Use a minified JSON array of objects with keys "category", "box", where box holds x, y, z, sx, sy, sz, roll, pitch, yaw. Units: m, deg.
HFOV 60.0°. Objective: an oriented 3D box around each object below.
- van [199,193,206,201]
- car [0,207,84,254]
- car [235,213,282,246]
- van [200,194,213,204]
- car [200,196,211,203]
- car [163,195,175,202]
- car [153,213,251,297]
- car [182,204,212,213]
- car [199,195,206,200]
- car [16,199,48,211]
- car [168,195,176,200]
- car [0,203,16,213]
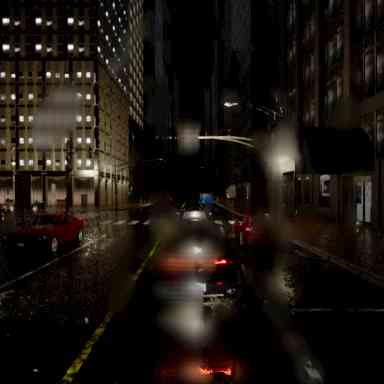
[{"category":"van","box":[2.808,1.298,86.947,1.690,1.788,3.998,0,0,0]},{"category":"car","box":[-5.806,1.541,13.506,1.887,1.381,4.507,0,0,0]},{"category":"car","box":[2.835,1.578,14.870,1.802,1.307,4.206,0,0,0]},{"category":"van","box":[2.767,1.319,58.464,1.690,1.788,3.998,0,0,0]},{"category":"car","box":[2.785,1.522,69.857,2.008,1.369,4.403,0,0,0]},{"category":"car","box":[-5.587,1.512,75.566,1.887,1.381,4.507,0,0,0]},{"category":"car","box":[0.111,1.502,8.518,1.837,1.490,4.892,0,0,0]},{"category":"car","box":[0.125,1.559,17.394,1.994,1.385,4.181,0,0,0]},{"category":"car","box":[2.818,1.534,92.644,1.802,1.307,4.206,0,0,0]},{"category":"car","box":[-18.469,1.492,37.246,4.403,1.369,2.008,0,0,1]},{"category":"car","box":[-5.563,1.518,92.656,1.947,1.339,4.313,0,0,0]},{"category":"car","box":[-18.568,1.303,28.864,5.009,1.841,2.192,0,0,1]}]
